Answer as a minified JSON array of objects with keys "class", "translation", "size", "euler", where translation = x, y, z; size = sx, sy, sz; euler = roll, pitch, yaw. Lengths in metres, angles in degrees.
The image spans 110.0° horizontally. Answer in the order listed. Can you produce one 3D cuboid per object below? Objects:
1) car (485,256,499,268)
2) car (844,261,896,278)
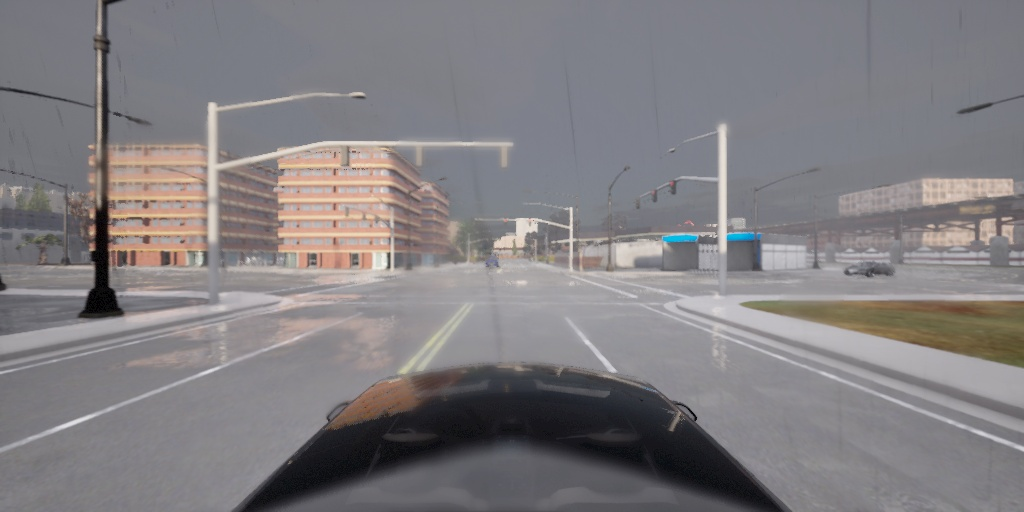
[{"class":"car","translation":[-3.525,1.076,64.453],"size":[2.150,2.045,5.566],"euler":[0,1,0]},{"class":"car","translation":[34.024,1.250,34.134],"size":[4.902,1.511,2.128],"euler":[0,0,-17]}]
